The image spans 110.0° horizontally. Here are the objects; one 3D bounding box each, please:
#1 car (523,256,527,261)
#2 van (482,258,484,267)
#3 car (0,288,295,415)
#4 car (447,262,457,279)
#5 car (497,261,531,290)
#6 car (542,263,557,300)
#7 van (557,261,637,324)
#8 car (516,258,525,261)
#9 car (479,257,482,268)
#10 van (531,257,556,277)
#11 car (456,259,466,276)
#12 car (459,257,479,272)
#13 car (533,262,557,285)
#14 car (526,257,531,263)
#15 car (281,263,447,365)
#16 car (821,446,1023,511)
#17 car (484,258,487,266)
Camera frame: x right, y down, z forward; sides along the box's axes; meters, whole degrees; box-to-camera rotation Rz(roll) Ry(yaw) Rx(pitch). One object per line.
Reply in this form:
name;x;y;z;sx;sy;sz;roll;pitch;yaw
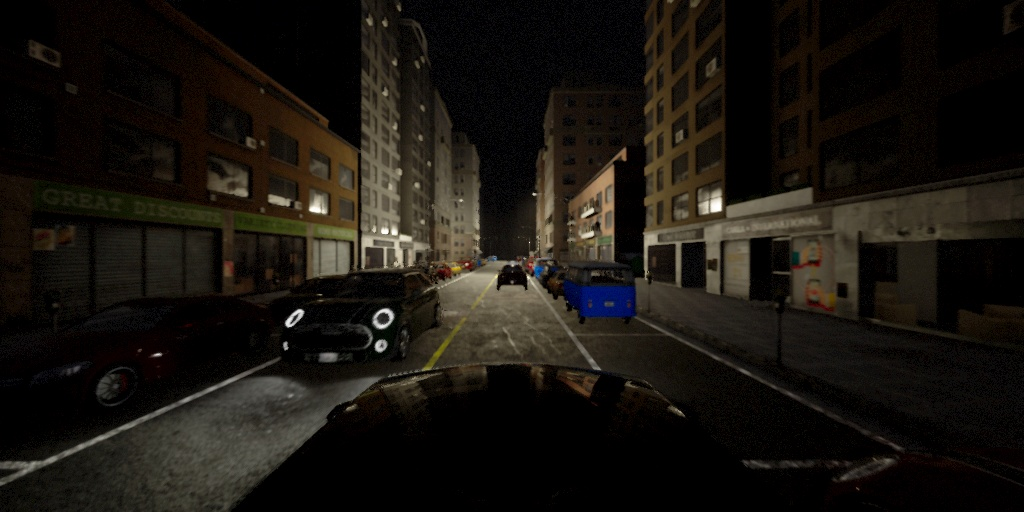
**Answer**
car;2.661;1.008;40.015;2.192;1.841;5.009;0;0;0
van;-5.867;1.006;57.007;1.690;1.789;3.998;0;0;0
car;-5.858;1.327;5.993;1.802;1.307;4.207;0;0;0
car;-5.862;1.257;28.665;1.888;1.381;4.507;0;0;0
car;0.022;1.248;22.210;1.812;1.442;4.674;0;0;0
car;2.666;1.255;17.507;1.751;1.417;4.829;0;0;0
van;2.666;1.078;11.668;1.690;1.789;3.998;0;0;0
car;0.073;1.243;39.055;2.033;1.411;5.357;0;0;0
car;-5.866;1.225;51.338;2.007;1.370;4.403;0;0;0
van;2.664;1.053;28.676;1.690;1.789;3.998;0;0;0
car;-5.863;1.228;34.164;1.751;1.417;4.829;0;0;0
car;-5.865;0.999;45.671;2.192;1.841;5.009;0;0;0
car;2.665;1.272;23.007;2.007;1.370;4.403;0;0;0
car;2.663;1.143;34.346;1.967;1.591;4.097;0;0;0
car;-3.037;1.093;8.210;2.097;1.767;4.553;0;0;1
car;2.669;1.192;0.329;1.967;1.591;4.097;0;0;0
car;-5.868;1.178;62.506;1.751;1.417;4.829;0;0;0
